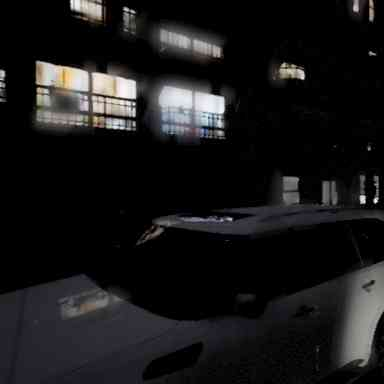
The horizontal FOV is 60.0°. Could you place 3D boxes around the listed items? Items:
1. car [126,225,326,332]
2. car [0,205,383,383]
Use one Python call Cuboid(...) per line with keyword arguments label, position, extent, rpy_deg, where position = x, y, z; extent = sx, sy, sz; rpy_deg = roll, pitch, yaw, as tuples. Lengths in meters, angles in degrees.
Cuboid(label="car", position=(0.902, 1.568, 7.254), extent=(4.206, 1.307, 1.802), rpy_deg=(0, -1, -37))
Cuboid(label="car", position=(0.407, 1.216, 3.692), extent=(5.566, 2.045, 2.150), rpy_deg=(0, 0, -37))
